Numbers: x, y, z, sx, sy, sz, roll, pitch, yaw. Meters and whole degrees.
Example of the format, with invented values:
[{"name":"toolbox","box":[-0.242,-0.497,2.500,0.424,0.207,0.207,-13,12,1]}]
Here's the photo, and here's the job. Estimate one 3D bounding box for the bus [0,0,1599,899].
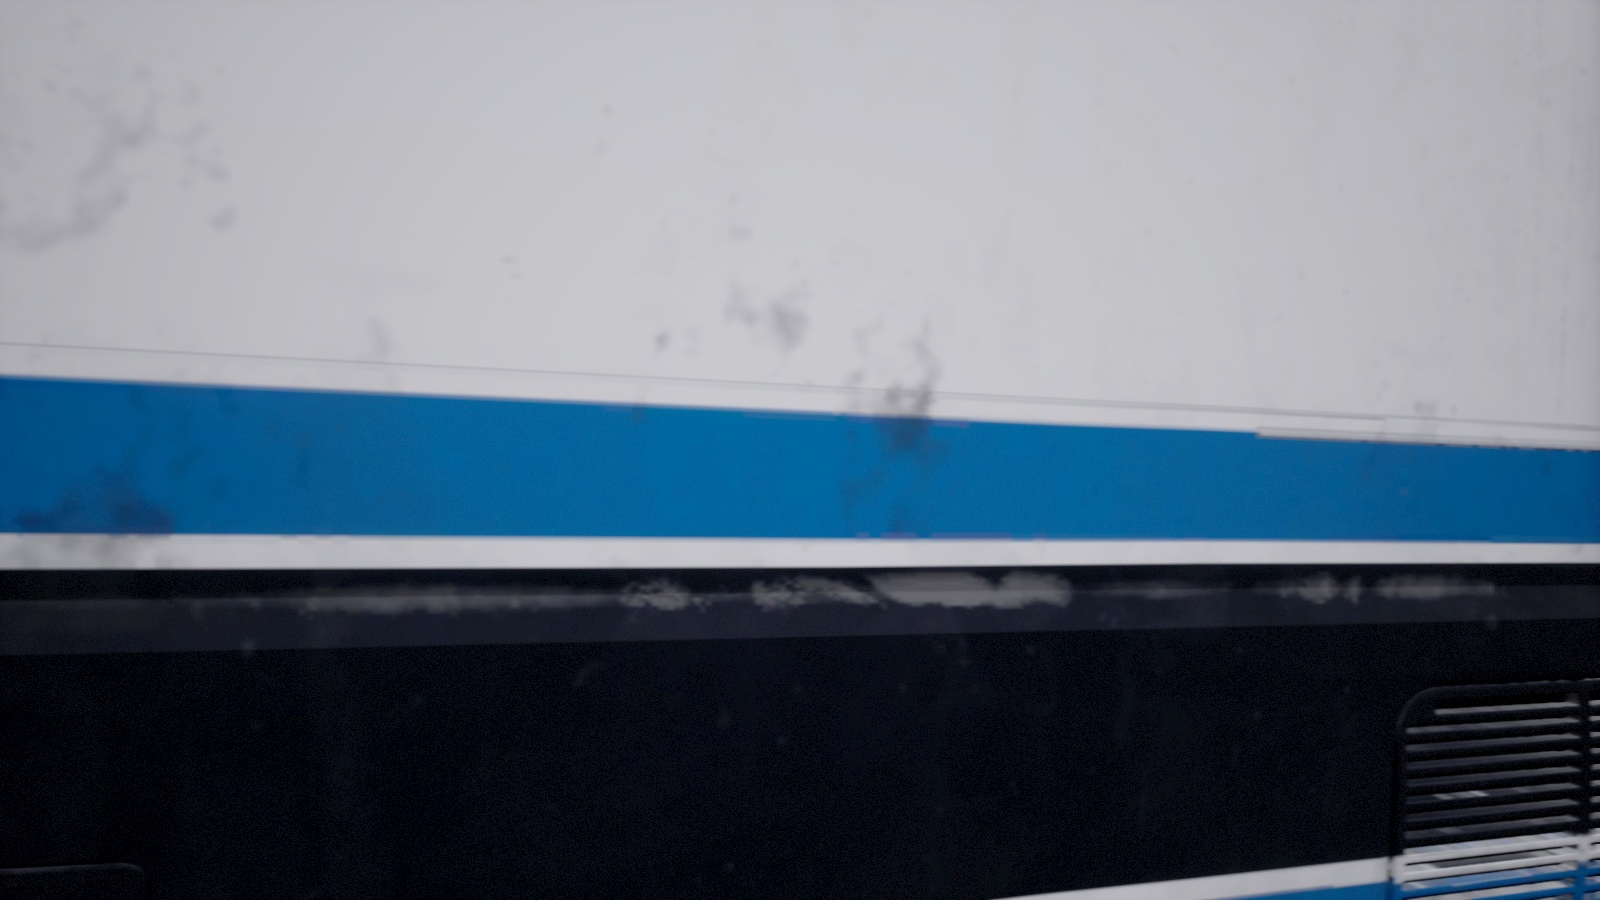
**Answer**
[{"name":"bus","box":[0.154,-0.632,3.275,10.273,4.253,3.944,1,0,-21]}]
